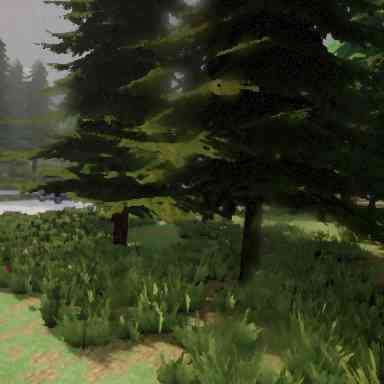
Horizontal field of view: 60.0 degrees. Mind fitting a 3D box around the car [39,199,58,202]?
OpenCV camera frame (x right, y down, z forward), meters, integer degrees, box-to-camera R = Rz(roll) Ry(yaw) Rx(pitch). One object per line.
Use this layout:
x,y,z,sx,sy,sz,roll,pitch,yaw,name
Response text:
-9.976,0.076,26.370,1.812,1.442,4.674,5,3,24,car
